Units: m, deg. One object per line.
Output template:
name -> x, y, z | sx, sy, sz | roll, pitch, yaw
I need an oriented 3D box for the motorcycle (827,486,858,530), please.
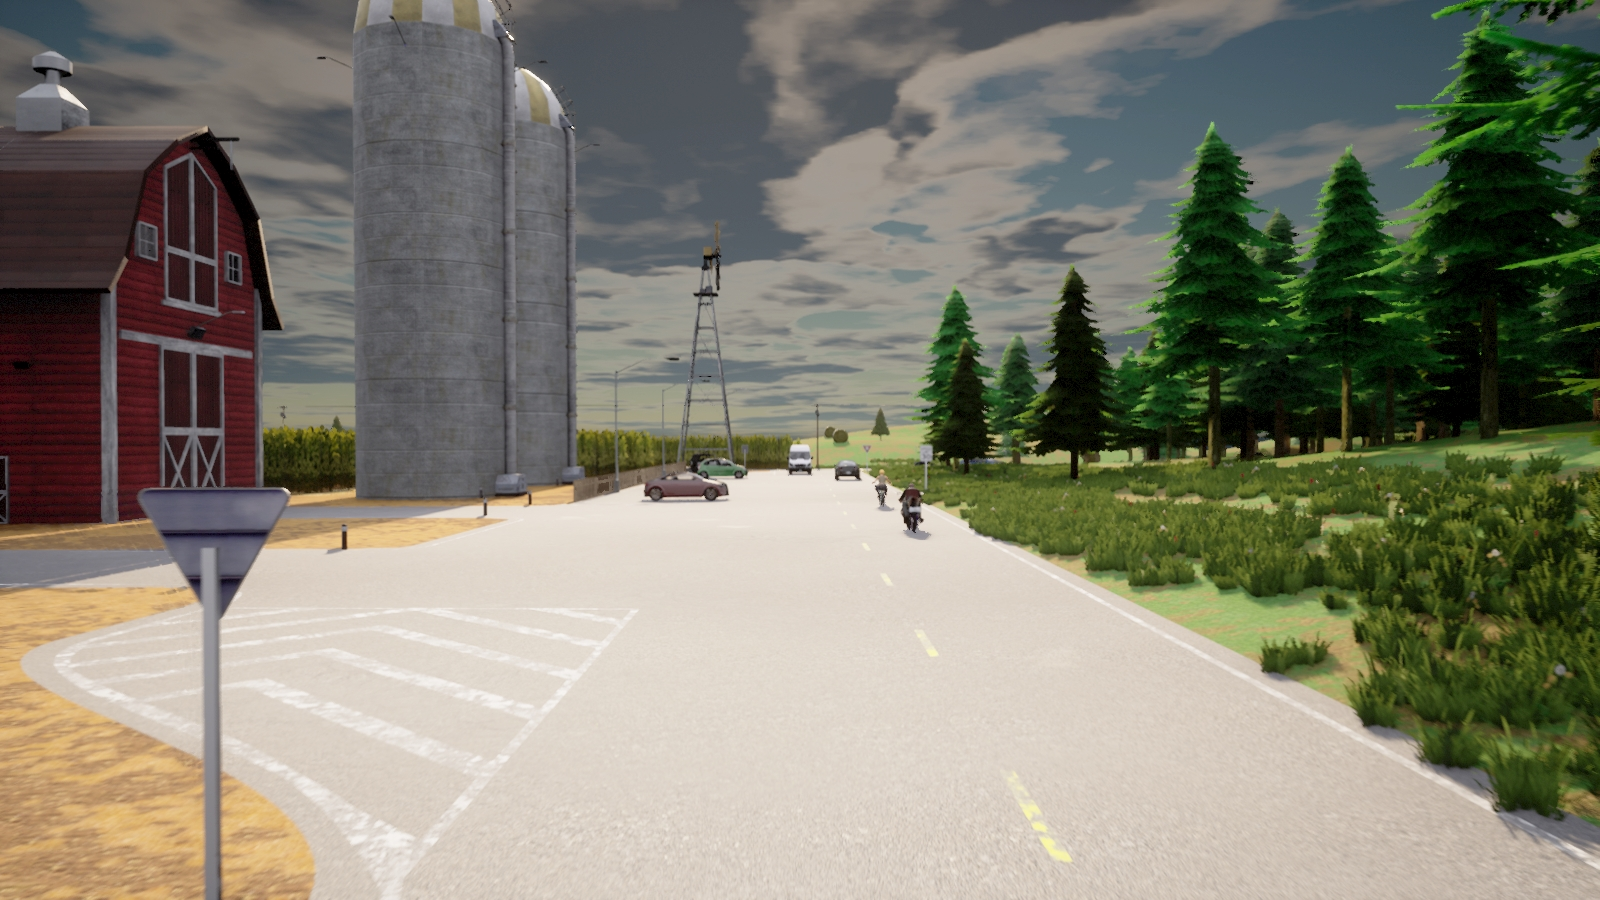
motorcycle -> 1.319, 1.805, 35.947 | 0.867, 1.251, 2.209 | 0, 0, 0
